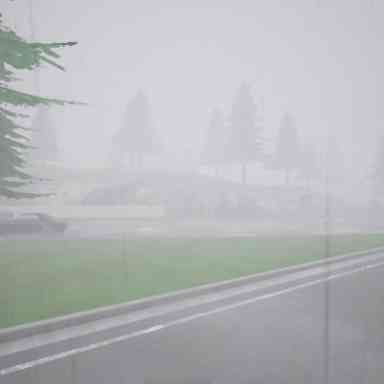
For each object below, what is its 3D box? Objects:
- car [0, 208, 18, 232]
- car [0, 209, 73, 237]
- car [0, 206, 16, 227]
[{"bbox_3d":[-13.780,1.760,21.067,4.674,1.442,1.812,1,-1,-18],"label":"car"},{"bbox_3d":[-9.286,1.819,18.584,4.718,1.301,1.895,0,-1,-11],"label":"car"},{"bbox_3d":[-15.574,1.794,24.138,4.674,1.442,1.812,1,-1,-19],"label":"car"}]
